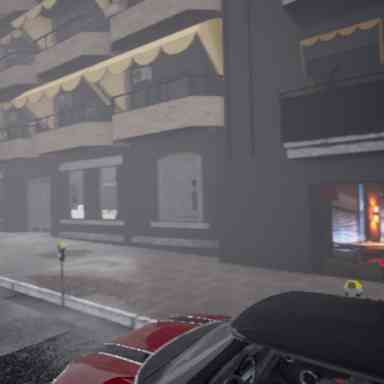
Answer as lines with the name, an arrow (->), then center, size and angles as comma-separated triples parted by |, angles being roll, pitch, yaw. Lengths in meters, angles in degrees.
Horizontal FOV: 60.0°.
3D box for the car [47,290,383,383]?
car -> 0.723, 1.446, 2.187 | 4.097, 1.590, 1.967 | -1, -2, 35
